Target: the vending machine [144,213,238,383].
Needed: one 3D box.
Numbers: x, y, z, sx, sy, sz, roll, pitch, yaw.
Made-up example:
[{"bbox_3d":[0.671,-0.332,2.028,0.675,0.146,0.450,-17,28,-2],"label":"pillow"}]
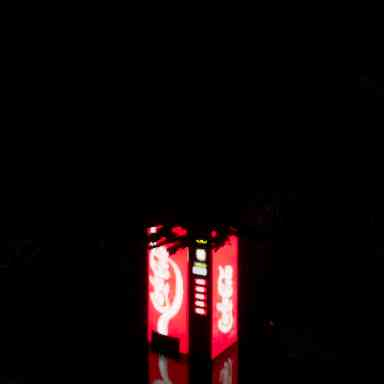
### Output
[{"bbox_3d":[0.014,1.404,4.823,0.880,2.100,1.100,0,0,35],"label":"vending machine"}]
